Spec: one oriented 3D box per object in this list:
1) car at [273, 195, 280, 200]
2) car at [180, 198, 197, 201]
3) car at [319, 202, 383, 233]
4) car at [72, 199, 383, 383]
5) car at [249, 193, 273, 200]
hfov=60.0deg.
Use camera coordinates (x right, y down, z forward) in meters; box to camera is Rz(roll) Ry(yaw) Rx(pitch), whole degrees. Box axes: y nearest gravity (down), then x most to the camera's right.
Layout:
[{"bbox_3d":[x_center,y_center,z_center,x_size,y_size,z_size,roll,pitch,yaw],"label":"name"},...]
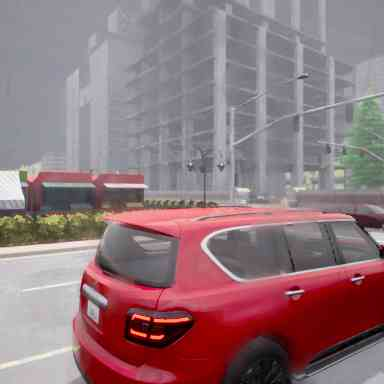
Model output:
[{"bbox_3d":[14.052,1.114,59.913,1.905,1.878,3.866,0,0,-36],"label":"car"},{"bbox_3d":[-0.172,1.422,34.190,1.882,1.535,5.008,0,0,-36],"label":"car"},{"bbox_3d":[10.345,1.459,19.704,1.882,1.535,5.008,0,0,-36],"label":"car"},{"bbox_3d":[1.259,1.221,4.687,5.566,2.045,2.150,0,0,-35],"label":"car"},{"bbox_3d":[11.661,1.114,58.199,1.905,1.878,3.866,0,0,-36],"label":"car"}]
